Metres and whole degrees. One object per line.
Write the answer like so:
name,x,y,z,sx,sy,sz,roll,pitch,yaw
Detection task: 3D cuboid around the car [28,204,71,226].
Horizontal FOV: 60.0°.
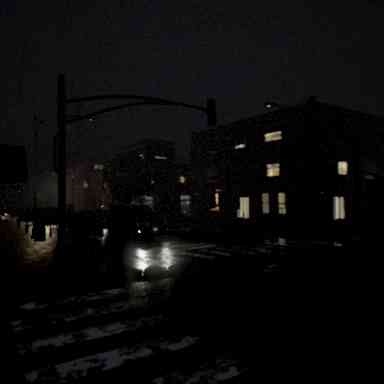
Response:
car,-13.069,2.293,30.331,2.192,1.841,5.009,-1,-1,-34

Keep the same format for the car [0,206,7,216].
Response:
car,-32.097,3.212,58.415,2.192,1.841,5.009,-1,-1,-34

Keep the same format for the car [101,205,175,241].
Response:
car,-3.657,1.857,21.328,2.150,2.045,5.566,0,-2,-35

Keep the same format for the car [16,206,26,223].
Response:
car,-19.225,2.718,39.521,1.967,1.590,4.097,-1,-1,-34

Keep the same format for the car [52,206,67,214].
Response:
car,-25.258,3.436,63.265,1.752,1.417,4.829,-1,-1,-34

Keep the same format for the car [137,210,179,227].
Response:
car,-3.235,2.409,31.202,2.008,1.369,4.403,-1,-1,-34

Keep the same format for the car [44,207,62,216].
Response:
car,-23.378,3.237,55.753,1.812,1.442,4.674,0,-2,-34

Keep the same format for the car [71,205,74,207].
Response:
car,-17.880,3.013,47.796,1.994,1.385,4.181,0,-2,-34

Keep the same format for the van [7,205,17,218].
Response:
van,-25.863,2.938,49.272,1.690,1.788,3.998,-1,-1,-34

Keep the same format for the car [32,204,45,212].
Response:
car,-37.638,3.820,81.411,2.192,1.841,5.009,-1,-1,-34

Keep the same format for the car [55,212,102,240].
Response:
car,-7.260,2.263,21.770,1.947,1.339,4.313,-1,-1,-34

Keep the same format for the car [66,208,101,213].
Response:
car,-9.436,2.461,29.806,2.033,1.411,5.357,0,-2,-34
